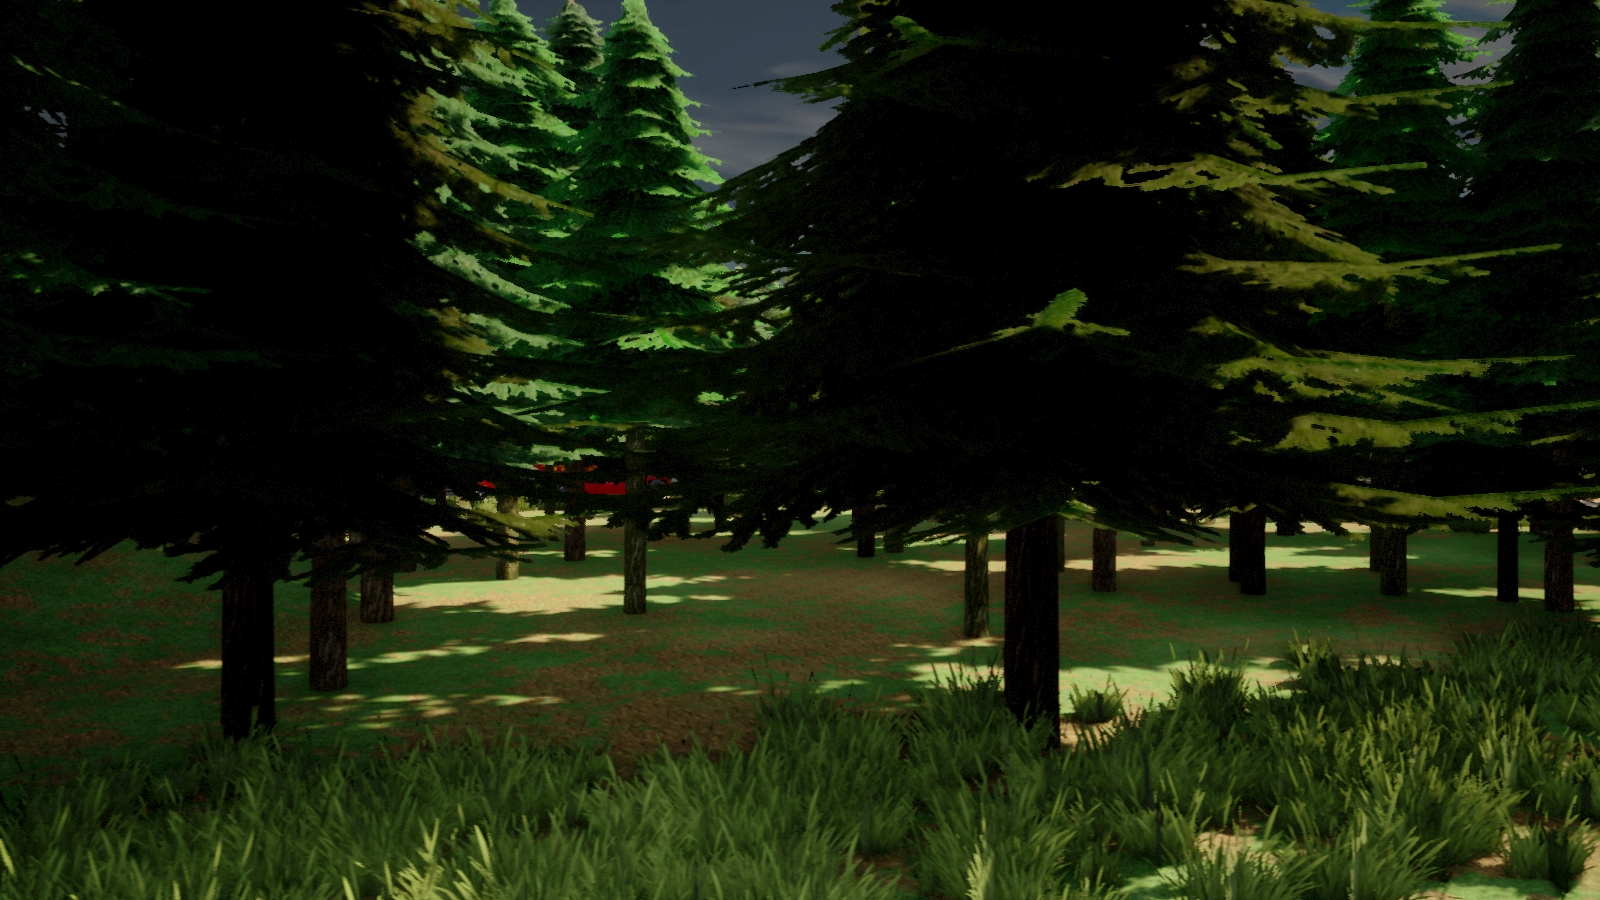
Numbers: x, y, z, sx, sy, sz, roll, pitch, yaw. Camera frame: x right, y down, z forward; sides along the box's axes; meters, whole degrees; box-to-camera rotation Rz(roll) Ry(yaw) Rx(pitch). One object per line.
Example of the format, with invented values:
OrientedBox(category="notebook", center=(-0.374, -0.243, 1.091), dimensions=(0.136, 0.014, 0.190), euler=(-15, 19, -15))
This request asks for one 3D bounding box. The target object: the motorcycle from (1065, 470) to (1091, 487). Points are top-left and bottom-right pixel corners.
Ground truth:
OrientedBox(category="motorcycle", center=(21.117, 2.179, 86.853), dimensions=(0.867, 1.251, 2.209), euler=(0, 0, -21))
